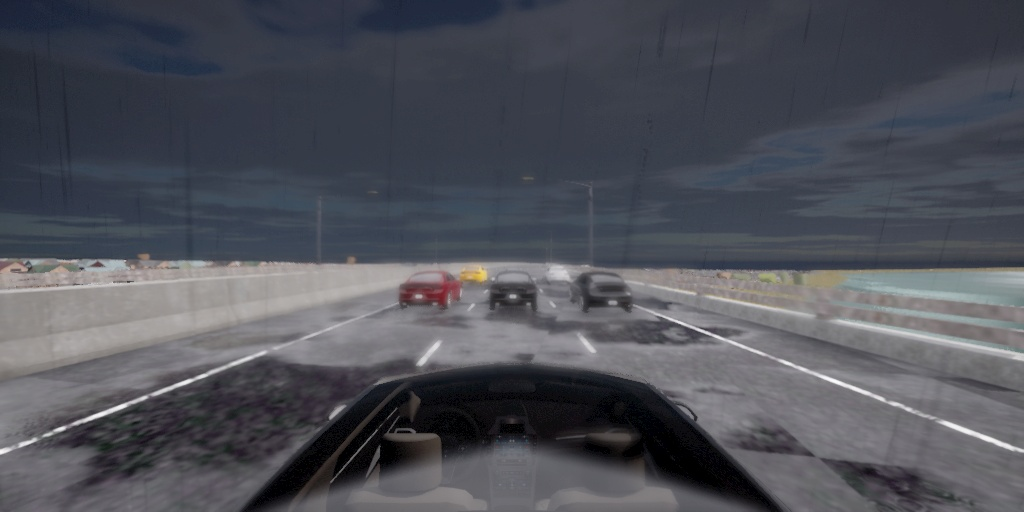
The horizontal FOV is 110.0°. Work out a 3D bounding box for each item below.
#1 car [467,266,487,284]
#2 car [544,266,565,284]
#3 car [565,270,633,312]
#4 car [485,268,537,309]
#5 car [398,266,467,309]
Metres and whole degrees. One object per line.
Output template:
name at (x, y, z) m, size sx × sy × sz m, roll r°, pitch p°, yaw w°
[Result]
car at (-3.231, 1.552, 30.741) m, size 1.882 × 1.535 × 5.008 m, roll 0°, pitch 0°, yaw 2°
car at (3.757, 1.594, 30.279) m, size 1.812 × 1.442 × 4.674 m, roll 0°, pitch 0°, yaw 2°
car at (3.569, 1.397, 14.985) m, size 1.837 × 1.490 × 4.892 m, roll 0°, pitch 0°, yaw 1°
car at (0.085, 1.376, 15.769) m, size 1.882 × 1.535 × 5.008 m, roll 0°, pitch 0°, yaw 1°
car at (-3.415, 1.377, 15.789) m, size 1.882 × 1.535 × 5.008 m, roll 0°, pitch 0°, yaw 1°
